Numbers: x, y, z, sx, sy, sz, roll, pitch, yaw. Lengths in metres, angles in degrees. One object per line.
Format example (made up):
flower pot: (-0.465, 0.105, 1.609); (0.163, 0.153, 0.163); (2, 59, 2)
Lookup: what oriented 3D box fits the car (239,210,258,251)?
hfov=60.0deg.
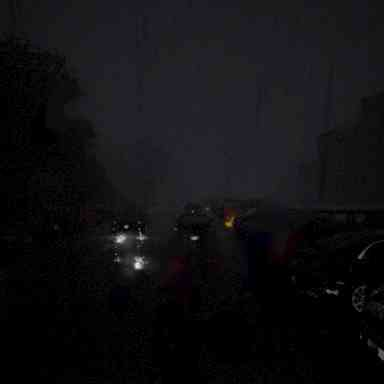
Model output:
car: (4.527, 1.593, 12.480); (5.008, 1.535, 2.097); (0, -1, 0)

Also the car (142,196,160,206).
car: (-8.601, 1.655, 54.093); (5.566, 2.045, 2.435); (0, 0, 0)

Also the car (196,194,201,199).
car: (4.263, 2.006, 94.122); (4.792, 1.488, 2.163); (0, 0, 0)

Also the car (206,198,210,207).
car: (4.509, 1.814, 40.314); (4.892, 1.521, 2.231); (0, 0, 0)

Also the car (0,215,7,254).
car: (-8.551, 1.569, 9.657); (5.008, 1.535, 2.097); (0, 0, 0)

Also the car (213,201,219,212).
car: (4.551, 1.761, 29.180); (4.792, 1.488, 2.163); (0, 0, 0)

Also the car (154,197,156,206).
car: (-8.757, 1.885, 51.306); (5.366, 1.575, 1.946); (0, 0, 0)

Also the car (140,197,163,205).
car: (-8.552, 1.893, 70.927); (4.553, 1.767, 2.185); (0, 0, 0)

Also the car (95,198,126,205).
car: (-8.526, 1.605, 29.152); (4.553, 1.767, 2.185); (0, 0, 0)

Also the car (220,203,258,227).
car: (4.713, 1.661, 20.831); (5.366, 1.575, 1.946); (0, 0, 0)

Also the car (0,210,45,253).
car: (-8.554, 1.594, 12.443); (4.892, 1.521, 2.231); (0, -1, 0)

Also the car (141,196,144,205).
car: (-8.596, 1.687, 40.293); (4.553, 1.767, 2.185); (0, 0, 0)

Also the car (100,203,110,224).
car: (-8.557, 1.727, 23.582); (4.674, 1.452, 2.002); (0, 0, 0)

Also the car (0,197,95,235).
car: (-8.522, 1.390, 18.015); (5.566, 2.045, 2.435); (0, 0, 0)

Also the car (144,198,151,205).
car: (-8.538, 1.881, 45.860); (4.792, 1.488, 2.163); (0, 0, 0)

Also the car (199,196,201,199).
car: (4.684, 1.997, 68.146); (5.366, 1.575, 1.946); (0, 0, 0)

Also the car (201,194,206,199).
car: (4.537, 1.638, 51.448); (5.566, 2.045, 2.435); (0, 0, 0)

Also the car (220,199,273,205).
car: (4.557, 1.561, 23.615); (4.553, 1.767, 2.185); (0, 0, 0)

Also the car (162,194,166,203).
car: (-8.610, 1.749, 68.142); (5.566, 2.045, 2.435); (0, 0, 0)

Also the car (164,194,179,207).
car: (-3.569, 1.834, 62.393); (2.097, 1.767, 4.553); (0, 0, 0)

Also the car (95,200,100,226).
car: (-8.521, 1.538, 20.798); (4.553, 1.767, 2.185); (0, 0, 0)

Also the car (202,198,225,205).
car: (4.481, 2.057, 70.787); (4.674, 1.452, 2.002); (-1, 0, 0)

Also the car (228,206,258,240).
car: (4.527, 1.682, 18.047); (4.674, 1.452, 2.002); (0, 0, 0)

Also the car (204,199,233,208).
car: (4.512, 1.927, 57.013); (4.892, 1.521, 2.231); (0, 0, 0)

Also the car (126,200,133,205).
car: (-8.564, 1.752, 31.936); (5.008, 1.535, 2.097); (0, 0, 0)

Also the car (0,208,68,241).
car: (-8.577, 1.647, 15.225); (4.792, 1.488, 2.163); (0, 0, 0)

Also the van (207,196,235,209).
van: (4.623, 1.681, 54.107); (4.442, 1.987, 1.878); (0, 0, 0)

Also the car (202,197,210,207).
car: (4.328, 1.829, 43.097); (5.366, 1.575, 1.946); (0, 0, 0)

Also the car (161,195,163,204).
car: (-8.611, 1.855, 65.231); (4.553, 1.767, 2.185); (0, 0, 0)

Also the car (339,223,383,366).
car: (4.569, 1.392, 4.007); (4.553, 1.767, 2.185); (0, -1, 0)

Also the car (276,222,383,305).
car: (4.530, 1.545, 6.914); (4.892, 1.521, 2.231); (0, -1, 0)

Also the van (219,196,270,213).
van: (4.641, 1.483, 26.336); (4.442, 1.987, 1.878); (0, 0, 0)

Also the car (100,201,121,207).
car: (-8.550, 1.709, 26.366); (5.008, 1.535, 2.097); (0, 0, 0)

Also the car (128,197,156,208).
car: (-8.543, 1.800, 57.001); (4.553, 1.767, 2.185); (0, 0, 0)

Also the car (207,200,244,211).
car: (4.518, 1.853, 45.880); (4.892, 1.521, 2.231); (0, 0, 0)

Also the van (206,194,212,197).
van: (4.627, 1.645, 48.665); (4.442, 1.987, 1.878); (0, 0, 0)

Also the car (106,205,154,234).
car: (-3.612, 1.744, 20.344); (1.994, 1.385, 4.181); (0, 0, 0)

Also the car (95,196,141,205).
car: (-8.533, 1.522, 34.724); (5.566, 2.045, 2.435); (0, 0, 0)

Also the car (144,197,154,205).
car: (-8.575, 1.870, 48.647); (5.008, 1.535, 2.097); (0, 0, 0)

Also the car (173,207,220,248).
car: (0.089, 1.665, 15.497); (1.812, 1.442, 4.674); (0, 0, 0)

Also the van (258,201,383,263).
van: (4.418, 1.343, 9.699); (4.442, 1.987, 1.878); (0, 0, 0)

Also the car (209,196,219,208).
car: (4.548, 1.668, 37.530); (4.553, 1.767, 2.185); (0, 0, 0)

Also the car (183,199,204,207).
car: (0.077, 1.814, 36.957); (1.837, 1.490, 4.892); (0, 0, 0)
